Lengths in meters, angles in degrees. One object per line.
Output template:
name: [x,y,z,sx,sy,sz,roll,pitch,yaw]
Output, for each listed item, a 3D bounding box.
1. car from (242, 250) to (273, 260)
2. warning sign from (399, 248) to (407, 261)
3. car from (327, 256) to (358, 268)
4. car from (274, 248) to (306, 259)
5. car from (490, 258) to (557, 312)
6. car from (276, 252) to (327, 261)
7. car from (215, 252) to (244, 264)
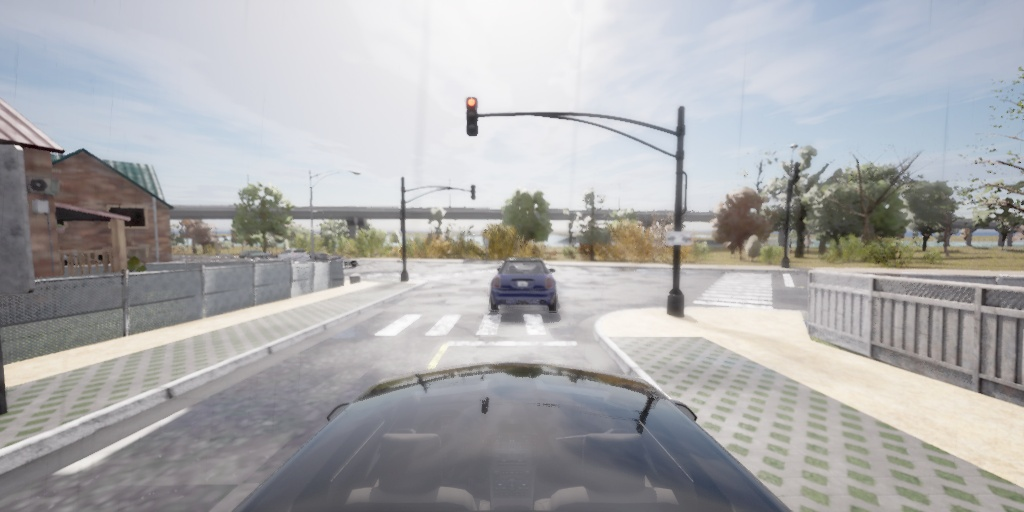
car: [-37.667,0.094,52.326,5.566,2.045,2.150,0,3,36]
warning sign: [-14.269,-0.361,46.928,1.060,1.860,1.300,0,0,36]
car: [-18.478,0.644,38.298,4.718,1.301,1.895,1,3,36]
car: [-31.914,-0.051,52.218,5.566,2.045,2.150,0,3,37]
car: [0.495,0.843,12.887,2.097,1.767,4.553,0,1,5]
car: [-21.386,0.699,36.394,4.902,1.511,2.128,1,3,36]
car: [-39.482,0.558,49.650,4.892,1.490,1.837,0,3,36]
